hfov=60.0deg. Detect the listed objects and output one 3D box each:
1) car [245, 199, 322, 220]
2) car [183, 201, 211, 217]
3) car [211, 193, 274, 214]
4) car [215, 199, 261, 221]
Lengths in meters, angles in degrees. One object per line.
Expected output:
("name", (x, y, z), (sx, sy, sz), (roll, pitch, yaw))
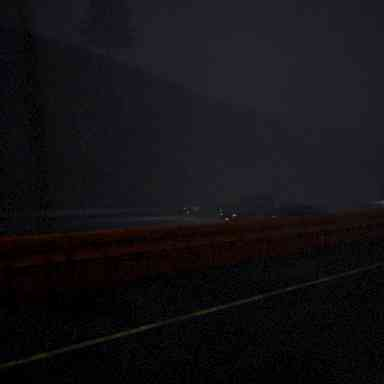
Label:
("car", (6.030, 1.404, 20.811), (4.902, 1.511, 2.128), (0, 0, -32))
("car", (1.529, 1.503, 30.393), (4.718, 1.301, 1.895), (0, 0, -32))
("car", (4.710, 1.116, 28.253), (5.566, 2.045, 2.150), (0, 0, -32))
("car", (4.590, 1.456, 24.079), (5.357, 1.411, 2.033), (0, 0, -32))
